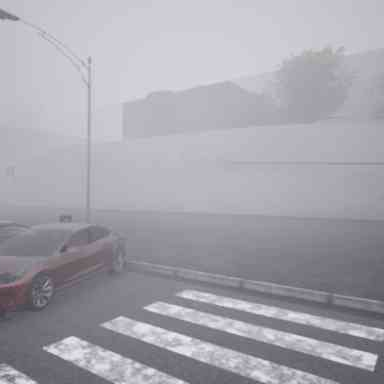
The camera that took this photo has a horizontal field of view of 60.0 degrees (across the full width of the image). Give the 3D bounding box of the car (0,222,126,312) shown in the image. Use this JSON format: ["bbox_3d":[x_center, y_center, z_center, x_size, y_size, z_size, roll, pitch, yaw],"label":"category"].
[{"bbox_3d":[-3.345,1.553,8.151,2.163,1.488,4.792,0,-1,15],"label":"car"}]

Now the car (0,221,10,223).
[{"bbox_3d":[-5.790,1.578,9.920,2.002,1.452,4.674,0,-1,15],"label":"car"}]
